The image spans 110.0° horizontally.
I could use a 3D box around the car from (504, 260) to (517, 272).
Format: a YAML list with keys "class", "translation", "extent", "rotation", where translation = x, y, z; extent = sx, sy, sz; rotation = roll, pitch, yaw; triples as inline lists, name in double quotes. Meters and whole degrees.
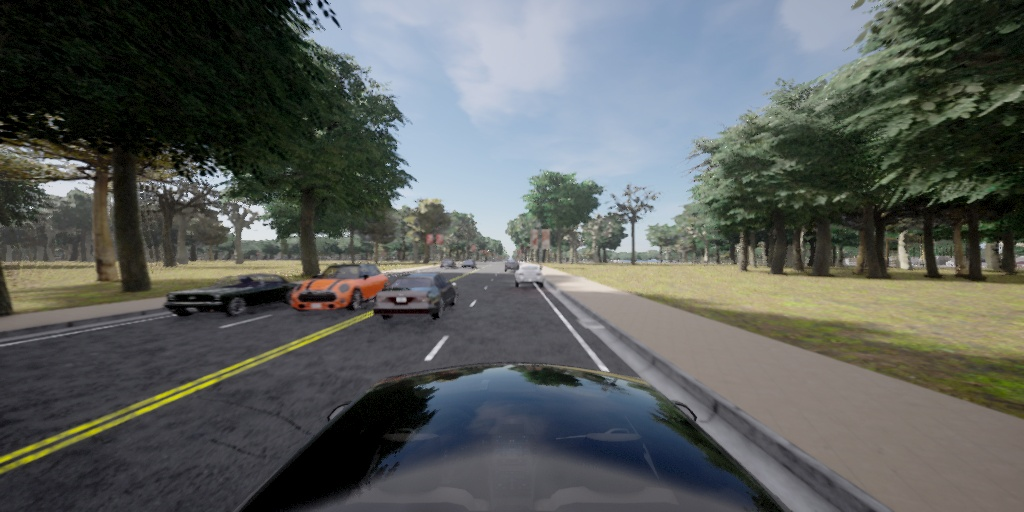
- class: "car"
  translation: [0.004, 1.229, 45.835]
  extent: [2.128, 1.511, 4.902]
  rotation: [0, 0, 0]

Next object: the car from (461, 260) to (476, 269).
- class: "car"
  translation: [-6.595, 1.298, 55.486]
  extent: [2.033, 1.411, 5.357]
  rotation: [0, 0, 1]

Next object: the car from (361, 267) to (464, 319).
- class: "car"
  translation: [-3.152, 1.297, 12.723]
  extent: [2.033, 1.411, 5.357]
  rotation: [0, 0, 0]

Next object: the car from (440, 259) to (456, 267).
- class: "car"
  translation: [-9.836, 1.242, 55.573]
  extent: [2.128, 1.511, 4.902]
  rotation: [0, 0, 0]

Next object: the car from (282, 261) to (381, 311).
- class: "car"
  translation: [-6.602, 1.101, 14.318]
  extent: [2.097, 1.767, 4.553]
  rotation: [0, 0, 0]

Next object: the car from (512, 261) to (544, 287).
- class: "car"
  translation: [1.124, 1.270, 24.470]
  extent: [1.812, 1.442, 4.674]
  rotation: [0, 0, 0]

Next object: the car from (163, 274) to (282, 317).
- class: "car"
  translation: [-9.853, 1.350, 13.252]
  extent: [1.895, 1.301, 4.718]
  rotation: [0, 0, 0]
